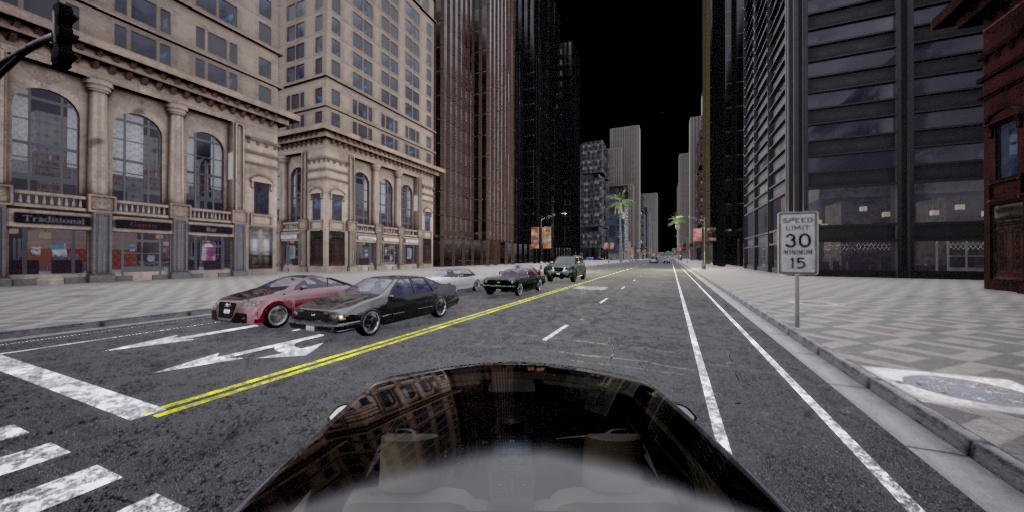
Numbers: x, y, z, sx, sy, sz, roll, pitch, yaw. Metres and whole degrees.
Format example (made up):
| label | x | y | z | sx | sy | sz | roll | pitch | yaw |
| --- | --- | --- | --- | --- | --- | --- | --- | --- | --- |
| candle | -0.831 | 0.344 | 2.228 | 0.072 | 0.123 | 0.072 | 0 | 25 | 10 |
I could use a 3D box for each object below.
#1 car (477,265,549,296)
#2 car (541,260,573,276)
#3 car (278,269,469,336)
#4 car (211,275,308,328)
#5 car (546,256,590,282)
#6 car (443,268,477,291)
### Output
| label | x | y | z | sx | sy | sz | roll | pitch | yaw |
| --- | --- | --- | --- | --- | --- | --- | --- | --- | --- |
| car | 0.231 | 1.358 | 19.594 | 1.895 | 1.301 | 4.718 | 0 | 0 | 24 |
| car | 4.847 | 1.251 | 37.947 | 1.882 | 1.535 | 5.008 | 0 | 0 | 24 |
| car | -3.652 | 1.300 | 10.826 | 2.033 | 1.411 | 5.357 | 0 | 0 | 24 |
| car | -6.899 | 1.316 | 11.510 | 1.994 | 1.385 | 4.181 | 0 | 0 | 24 |
| car | 4.566 | 0.987 | 29.373 | 2.150 | 2.045 | 5.566 | 0 | 0 | 24 |
| car | -3.356 | 1.357 | 19.523 | 1.895 | 1.301 | 4.718 | 0 | 0 | 24 |
